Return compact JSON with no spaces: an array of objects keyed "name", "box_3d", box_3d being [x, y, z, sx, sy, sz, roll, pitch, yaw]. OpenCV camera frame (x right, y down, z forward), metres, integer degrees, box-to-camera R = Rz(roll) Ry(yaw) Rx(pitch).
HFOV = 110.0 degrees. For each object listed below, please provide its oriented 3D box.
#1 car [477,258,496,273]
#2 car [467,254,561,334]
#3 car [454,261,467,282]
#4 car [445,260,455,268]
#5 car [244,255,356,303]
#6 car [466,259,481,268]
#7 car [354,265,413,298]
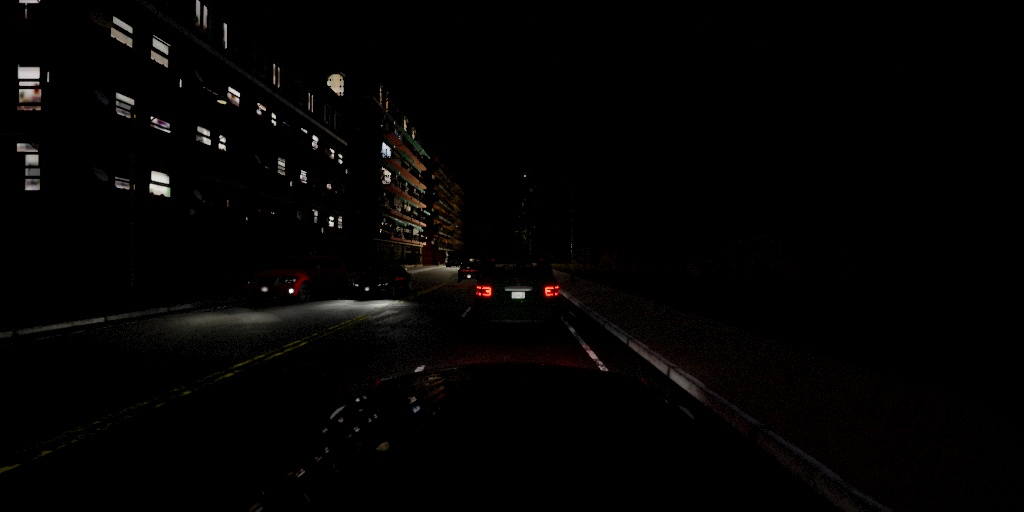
[{"name":"car","box_3d":[-3.134,1.108,44.836,2.097,1.767,4.553,0,0,0]},{"name":"car","box_3d":[0.104,0.973,10.742,2.150,2.045,5.566,0,0,-1]},{"name":"car","box_3d":[-3.143,1.257,28.686,1.837,1.490,4.892,0,0,0]},{"name":"car","box_3d":[-9.811,1.317,59.533,1.994,1.385,4.181,0,0,0]},{"name":"car","box_3d":[-9.846,0.974,17.035,2.150,2.045,5.566,0,0,0]},{"name":"car","box_3d":[-6.554,1.246,61.624,2.128,1.511,4.902,0,0,0]},{"name":"car","box_3d":[-6.597,1.258,18.731,1.837,1.490,4.892,0,0,0]}]
